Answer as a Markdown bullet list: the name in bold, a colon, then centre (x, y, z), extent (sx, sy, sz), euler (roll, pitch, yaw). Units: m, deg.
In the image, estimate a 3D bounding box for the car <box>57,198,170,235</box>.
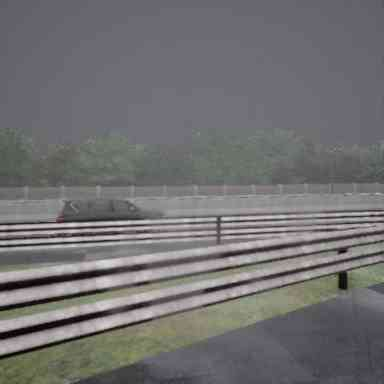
- **car**: centre (-3.913, 1.302, 16.873), extent (5.566, 2.045, 2.150), euler (-1, 1, -13)
